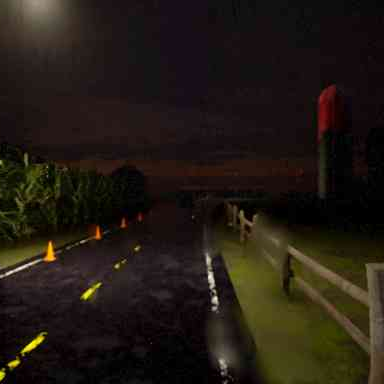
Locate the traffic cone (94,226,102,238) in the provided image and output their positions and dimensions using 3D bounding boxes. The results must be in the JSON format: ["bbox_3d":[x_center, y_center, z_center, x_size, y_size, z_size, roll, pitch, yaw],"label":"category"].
[{"bbox_3d":[-4.535,1.915,16.019,0.340,0.580,0.340,0,0,2],"label":"traffic cone"}]

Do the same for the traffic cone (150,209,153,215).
[{"bbox_3d":[-3.764,1.881,31.078,0.340,0.580,0.340,0,0,4],"label":"traffic cone"}]

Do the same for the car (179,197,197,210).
[{"bbox_3d":[-0.494,1.378,42.025,1.882,1.535,5.008,0,0,5],"label":"car"}]

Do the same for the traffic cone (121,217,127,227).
[{"bbox_3d":[-4.331,1.904,21.041,0.340,0.580,0.340,0,0,3],"label":"traffic cone"}]

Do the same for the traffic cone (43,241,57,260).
[{"bbox_3d":[-4.686,1.927,10.996,0.340,0.580,0.340,0,0,1],"label":"traffic cone"}]
